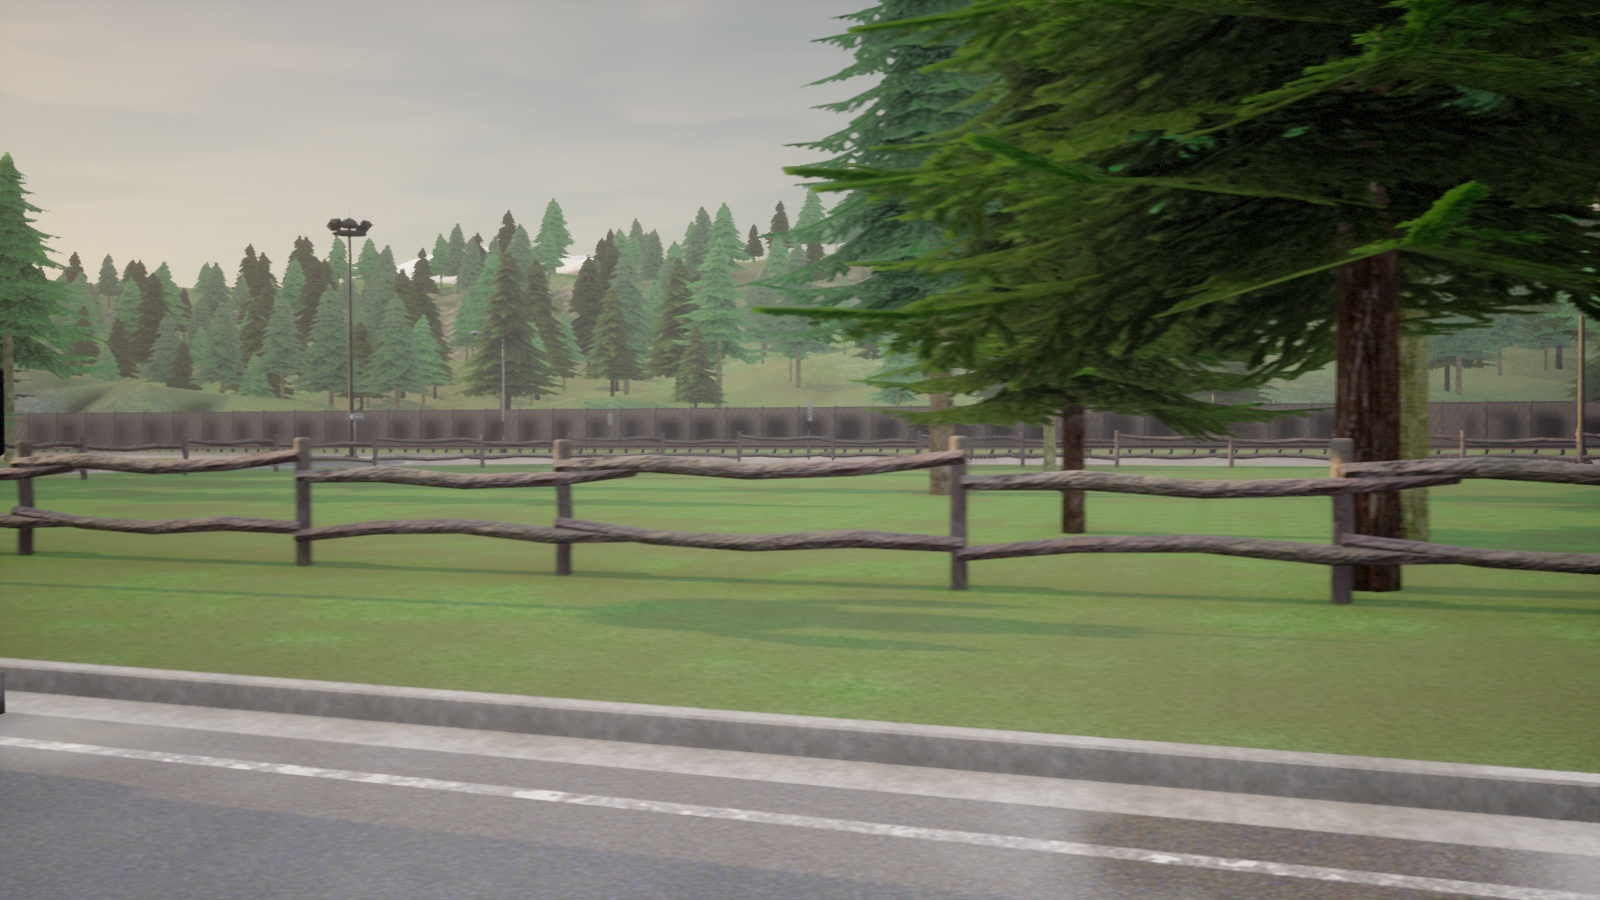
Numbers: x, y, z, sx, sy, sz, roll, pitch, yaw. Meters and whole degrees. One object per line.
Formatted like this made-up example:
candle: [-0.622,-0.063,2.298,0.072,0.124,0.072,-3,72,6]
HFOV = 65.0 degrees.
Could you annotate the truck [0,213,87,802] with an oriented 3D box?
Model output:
truck: [-6.103,0.236,5.239,5.204,2.467,2.627,0,1,19]
